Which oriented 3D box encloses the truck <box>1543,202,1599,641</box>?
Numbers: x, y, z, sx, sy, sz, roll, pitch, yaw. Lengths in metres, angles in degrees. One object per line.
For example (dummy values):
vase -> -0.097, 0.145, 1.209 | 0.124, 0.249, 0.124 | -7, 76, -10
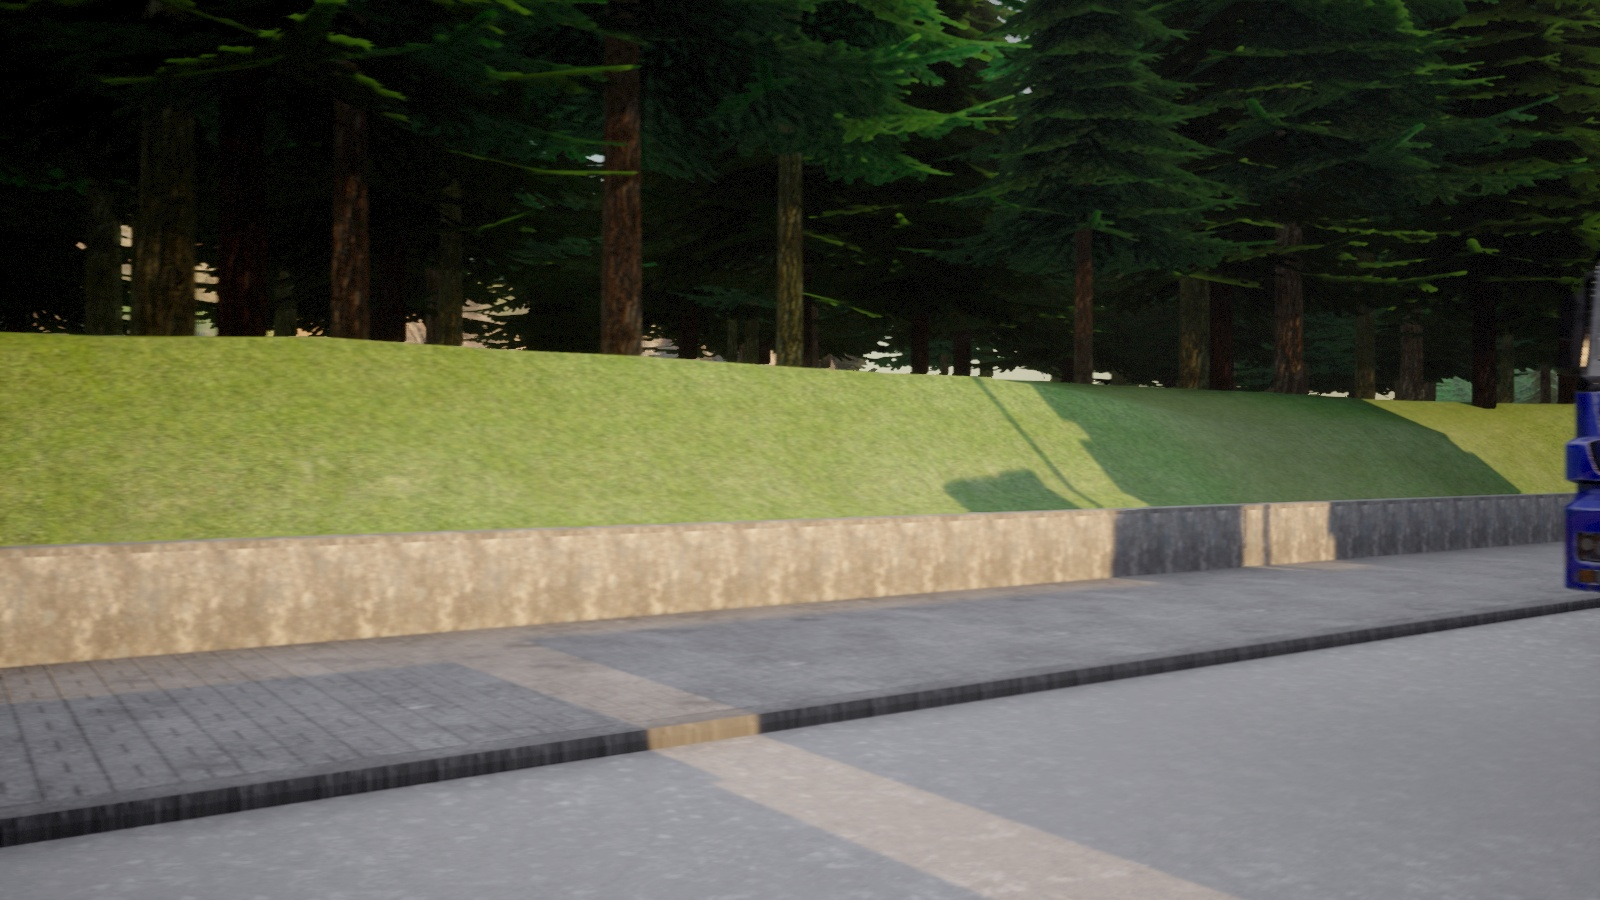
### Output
truck -> 10.160, -0.231, 11.329 | 7.936, 3.462, 2.891 | 0, 0, -35
